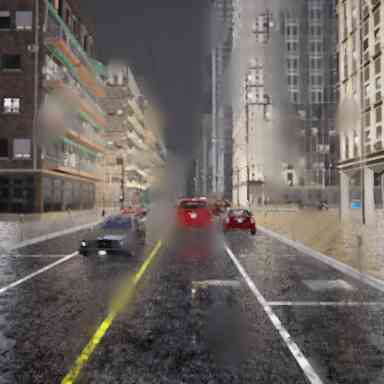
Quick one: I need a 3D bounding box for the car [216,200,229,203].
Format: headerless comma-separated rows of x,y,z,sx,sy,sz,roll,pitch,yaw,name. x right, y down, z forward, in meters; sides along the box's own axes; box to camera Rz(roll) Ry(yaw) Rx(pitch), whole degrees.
2.661,1.656,31.788,2.192,1.841,5.009,1,-1,0,car

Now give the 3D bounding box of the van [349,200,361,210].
29.139,2.246,57.543,3.998,1.788,1.690,0,-2,0,van

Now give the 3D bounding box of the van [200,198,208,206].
2.671,2.203,75.508,1.690,1.788,3.998,1,-1,0,van

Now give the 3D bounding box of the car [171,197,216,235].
0.091,1.439,20.599,2.150,2.045,5.566,0,-1,0,car

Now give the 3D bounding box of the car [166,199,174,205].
-5.718,2.587,86.545,1.802,1.307,4.206,1,-1,0,car

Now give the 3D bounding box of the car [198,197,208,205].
2.669,2.248,81.030,2.192,1.841,5.009,1,-1,0,car

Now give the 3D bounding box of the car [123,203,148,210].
-5.691,1.924,31.894,1.802,1.307,4.206,1,-1,0,car

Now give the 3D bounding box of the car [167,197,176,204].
-5.717,2.394,92.071,2.192,1.841,5.009,1,-1,0,car

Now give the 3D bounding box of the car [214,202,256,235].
2.664,1.655,20.389,1.967,1.590,4.097,1,-1,0,car

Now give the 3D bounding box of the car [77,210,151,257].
-3.011,1.693,13.856,2.033,1.411,5.357,0,-1,0,car

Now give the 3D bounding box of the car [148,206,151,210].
-5.693,1.973,37.590,1.947,1.339,4.313,1,-1,0,car

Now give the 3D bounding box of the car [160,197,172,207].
-5.707,2.233,69.981,1.967,1.590,4.097,1,-1,0,car

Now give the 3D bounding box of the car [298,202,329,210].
17.901,2.131,49.155,4.403,1.369,2.008,0,-2,0,car

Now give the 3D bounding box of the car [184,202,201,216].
0.084,1.921,38.391,1.837,1.490,4.892,0,-1,0,car
